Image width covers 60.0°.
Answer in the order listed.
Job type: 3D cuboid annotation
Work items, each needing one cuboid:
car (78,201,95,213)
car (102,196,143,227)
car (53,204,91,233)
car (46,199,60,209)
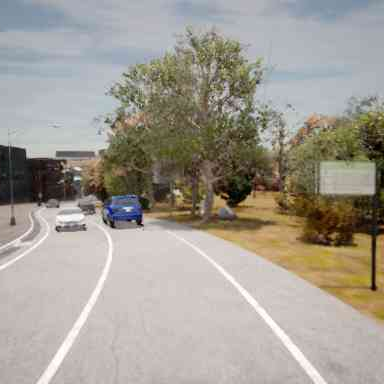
[{"bbox_3d":[-13.164,1.879,40.844,1.837,1.490,4.892,-3,0,-26],"label":"car"},{"bbox_3d":[-5.124,1.325,23.990,2.150,2.045,5.566,-2,0,-22],"label":"car"},{"bbox_3d":[-8.059,1.756,22.105,1.812,1.442,4.674,-2,0,-21],"label":"car"},{"bbox_3d":[-25.159,2.079,60.162,2.097,1.767,4.553,-2,0,-19],"label":"car"}]
